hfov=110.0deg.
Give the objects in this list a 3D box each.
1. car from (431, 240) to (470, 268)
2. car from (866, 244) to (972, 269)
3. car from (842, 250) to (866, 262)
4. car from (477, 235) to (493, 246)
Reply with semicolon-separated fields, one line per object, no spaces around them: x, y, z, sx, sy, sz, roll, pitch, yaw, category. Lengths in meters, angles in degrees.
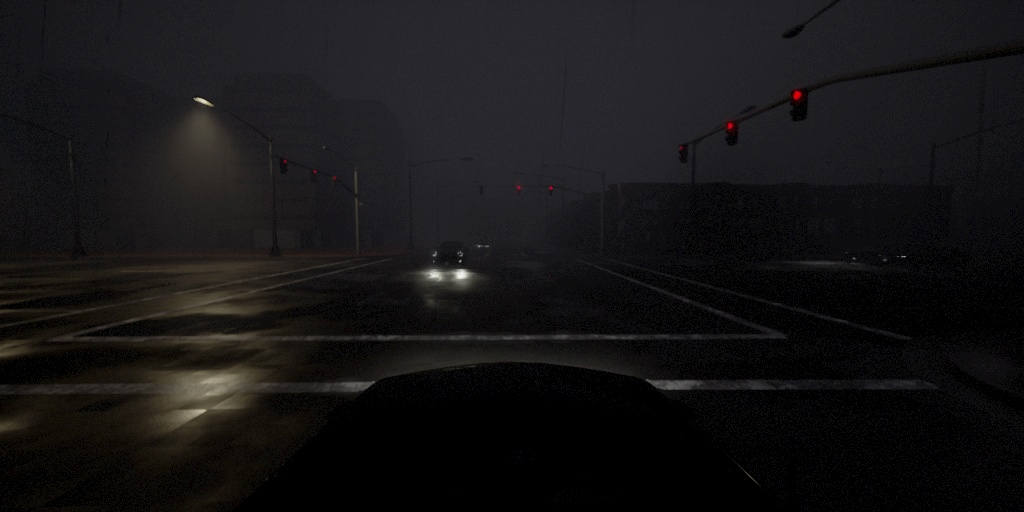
-3.985;-0.254;23.805;2.097;1.767;4.553;0;4;-1;car
26.608;-0.004;23.228;4.902;1.511;2.128;0;4;-1;car
27.732;-0.127;26.749;4.718;1.301;1.895;0;4;-1;car
-4.772;-2.400;59.684;2.033;1.411;5.357;0;4;-1;car
